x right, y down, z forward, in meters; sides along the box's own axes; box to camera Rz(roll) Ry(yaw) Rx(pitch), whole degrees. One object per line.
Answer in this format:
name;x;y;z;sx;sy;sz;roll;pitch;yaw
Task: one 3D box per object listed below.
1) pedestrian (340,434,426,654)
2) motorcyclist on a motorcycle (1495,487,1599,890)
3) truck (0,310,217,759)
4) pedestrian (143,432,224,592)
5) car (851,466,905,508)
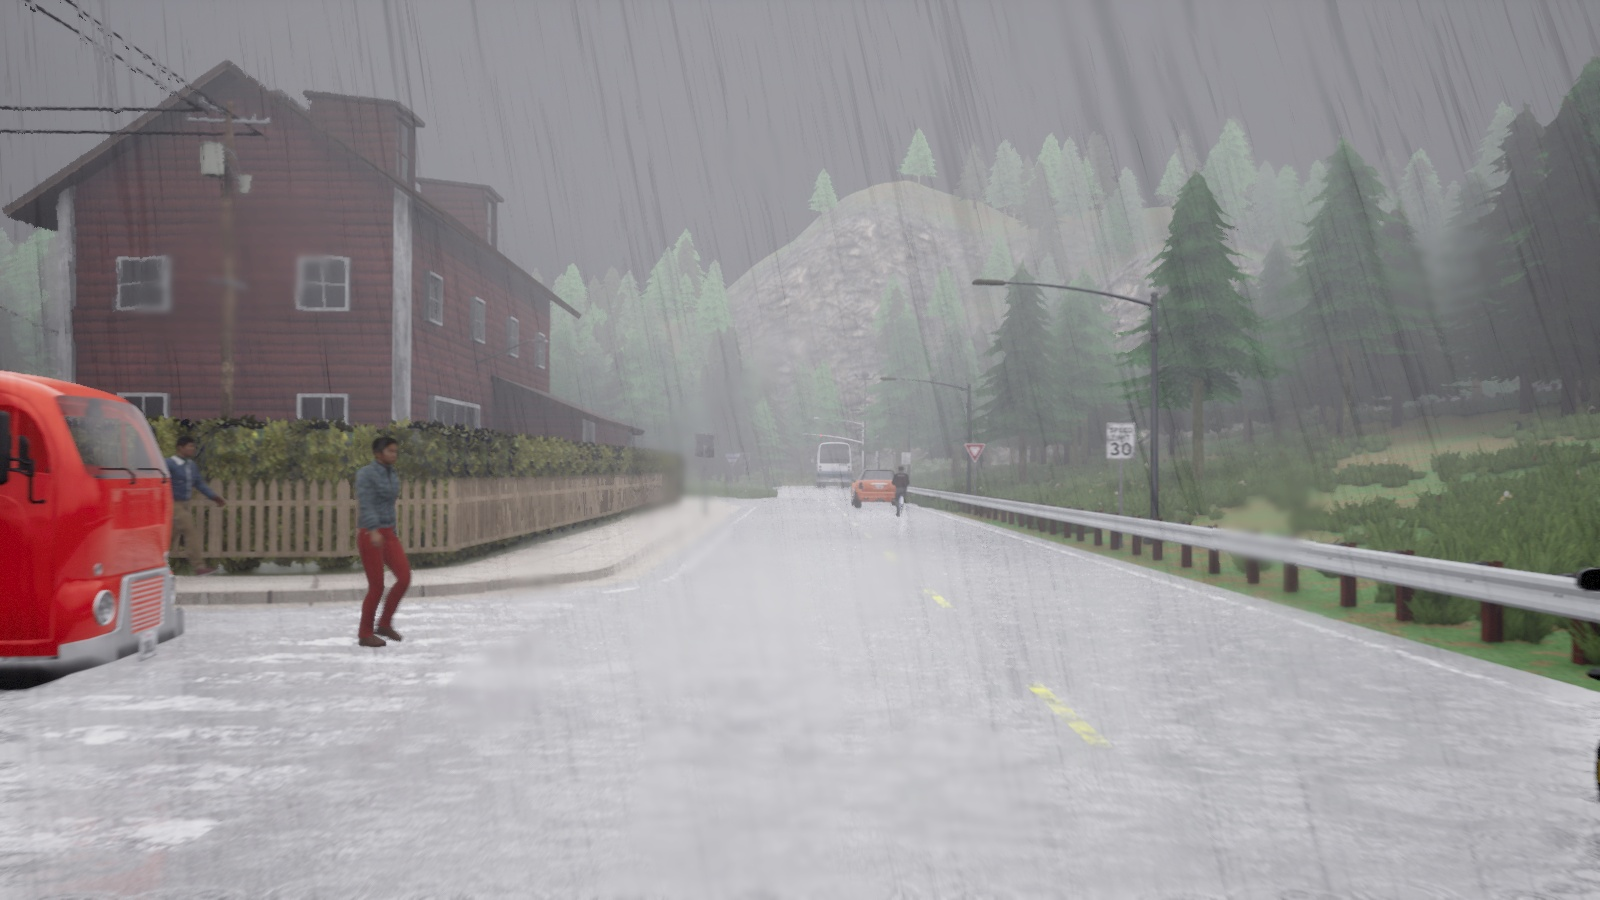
pedestrian;-3.585;0.795;10.808;0.614;1.847;0.353;-1;-1;20
motorcyclist on a motorcycle;3.489;0.909;4.404;0.866;1.530;2.191;0;-1;0
truck;-6.829;0.487;7.889;5.204;2.467;2.627;0;-1;-8
pedestrian;-7.609;0.760;15.502;0.788;1.949;0.423;0;-1;6
car;3.366;1.573;55.171;2.097;1.767;4.553;0;-1;0
